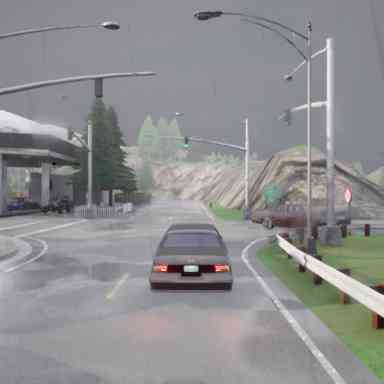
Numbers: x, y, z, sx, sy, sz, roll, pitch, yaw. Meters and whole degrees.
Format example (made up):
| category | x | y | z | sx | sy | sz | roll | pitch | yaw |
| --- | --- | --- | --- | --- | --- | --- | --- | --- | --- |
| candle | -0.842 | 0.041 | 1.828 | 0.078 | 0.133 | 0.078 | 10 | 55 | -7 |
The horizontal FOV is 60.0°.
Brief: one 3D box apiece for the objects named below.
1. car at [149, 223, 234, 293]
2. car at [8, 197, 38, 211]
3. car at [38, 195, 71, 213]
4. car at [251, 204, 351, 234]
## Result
| category | x | y | z | sx | sy | sz | roll | pitch | yaw |
| --- | --- | --- | --- | --- | --- | --- | --- | --- | --- |
| car | 0.011 | 1.546 | 9.003 | 2.033 | 1.411 | 5.357 | 0 | 0 | 1 |
| car | -20.275 | 1.472 | 40.271 | 2.242 | 1.667 | 4.611 | 0 | 0 | -1 |
| car | -14.564 | 1.306 | 35.999 | 1.905 | 1.878 | 3.866 | 0 | 0 | -1 |
| car | 5.713 | 1.364 | 18.025 | 2.033 | 1.411 | 5.357 | -1 | 0 | -39 |
